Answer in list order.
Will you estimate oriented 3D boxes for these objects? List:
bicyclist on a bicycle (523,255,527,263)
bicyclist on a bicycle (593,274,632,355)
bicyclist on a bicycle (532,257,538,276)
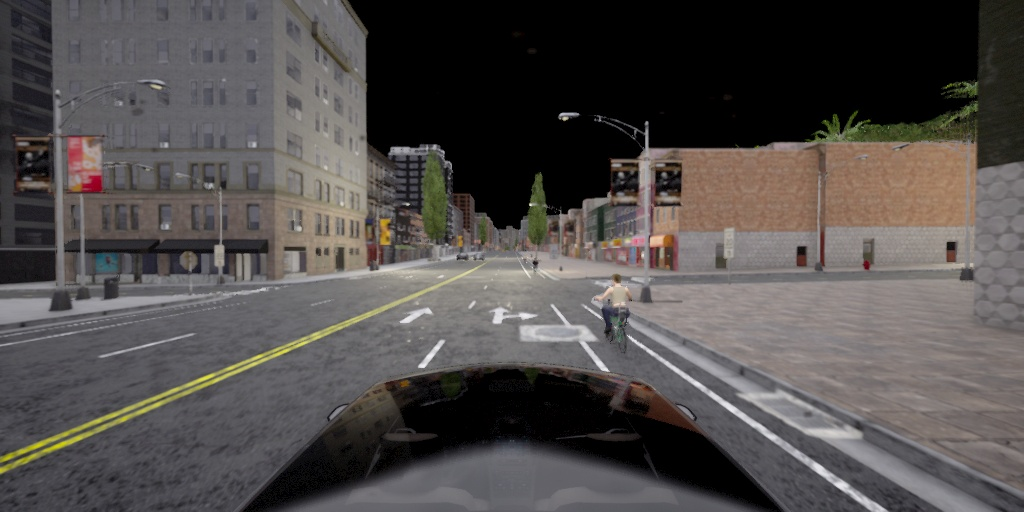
[{"bbox_3d":[2.270,0.589,62.313,0.866,1.612,1.509,0,1,0],"label":"bicyclist on a bicycle"},{"bbox_3d":[2.230,1.183,7.728,0.866,1.612,1.509,0,0,0],"label":"bicyclist on a bicycle"},{"bbox_3d":[2.253,1.017,34.667,0.659,1.776,1.843,0,1,0],"label":"bicyclist on a bicycle"}]
